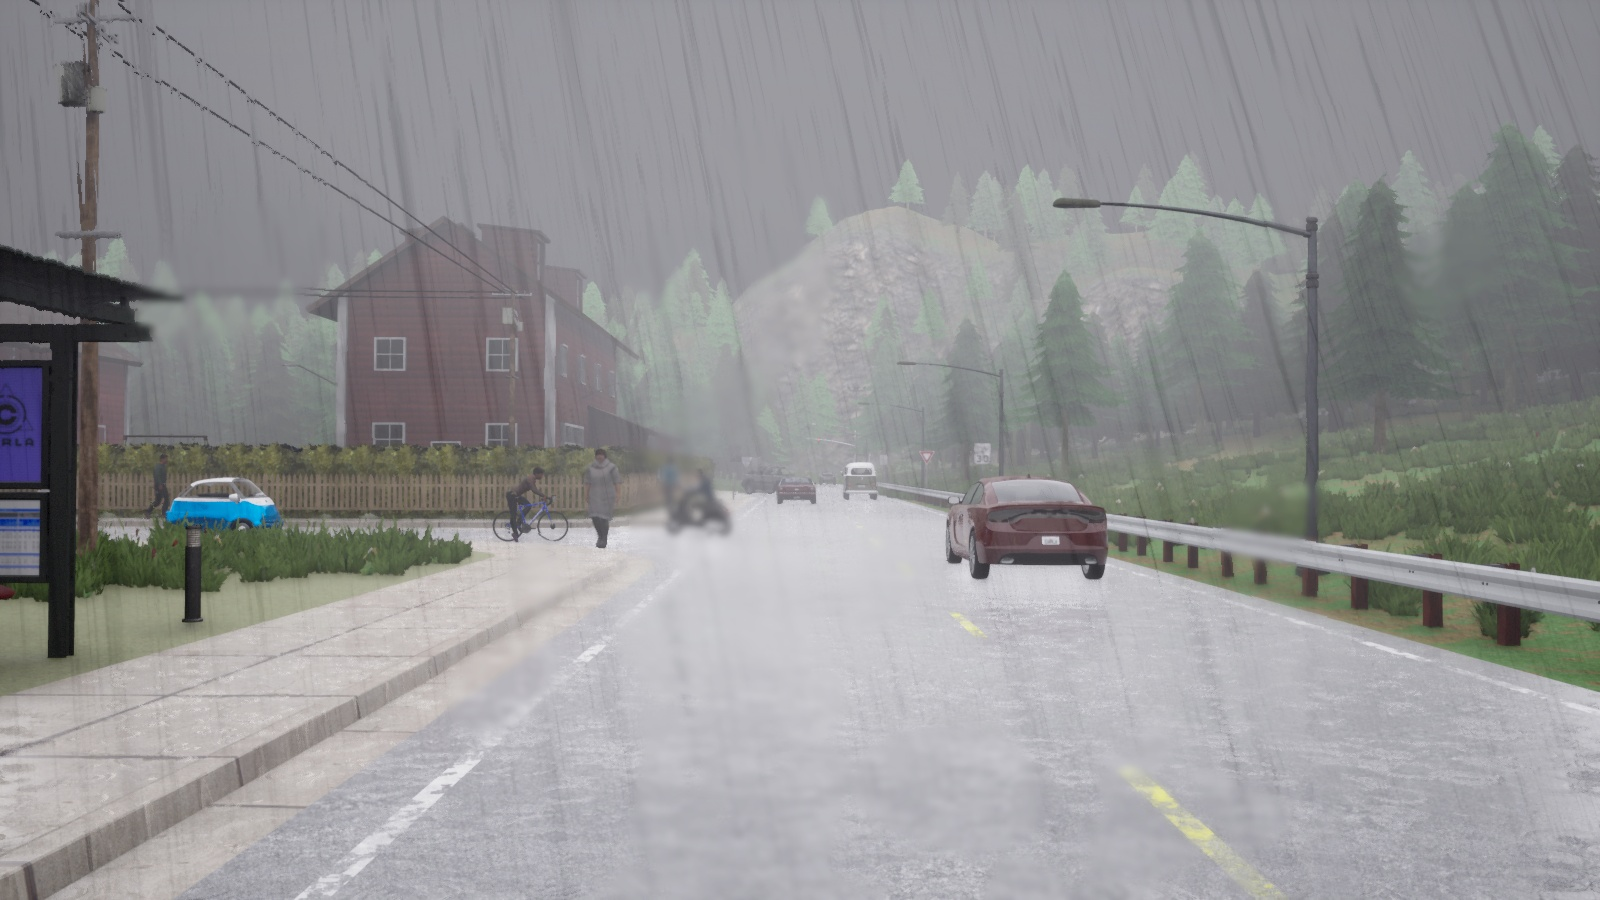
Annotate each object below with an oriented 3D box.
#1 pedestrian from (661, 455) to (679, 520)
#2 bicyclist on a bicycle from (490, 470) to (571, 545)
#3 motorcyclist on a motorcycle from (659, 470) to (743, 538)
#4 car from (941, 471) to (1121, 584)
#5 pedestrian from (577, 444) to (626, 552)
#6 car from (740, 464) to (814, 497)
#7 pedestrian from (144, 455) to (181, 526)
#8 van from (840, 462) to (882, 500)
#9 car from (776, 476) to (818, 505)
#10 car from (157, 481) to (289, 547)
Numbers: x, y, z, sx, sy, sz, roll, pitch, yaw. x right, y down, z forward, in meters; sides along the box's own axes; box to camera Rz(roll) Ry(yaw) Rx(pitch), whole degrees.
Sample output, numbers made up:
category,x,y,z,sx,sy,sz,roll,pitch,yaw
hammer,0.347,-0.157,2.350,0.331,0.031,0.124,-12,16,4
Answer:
category,x,y,z,sx,sy,sz,roll,pitch,yaw
pedestrian,-3.924,1.120,37.874,0.396,1.930,0.692,0,-1,5
bicyclist on a bicycle,-5.868,1.250,27.413,1.656,1.620,0.582,0,-1,-4
motorcyclist on a motorcycle,-2.374,1.282,30.135,1.817,1.590,0.866,-1,-1,21
car,3.453,1.109,19.755,1.882,1.535,5.008,0,-1,0
pedestrian,-3.678,0.883,23.266,0.659,1.952,0.873,0,-1,9
car,-1.425,1.844,76.028,1.932,1.855,4.605,2,-1,-41
pedestrian,-17.663,1.124,34.812,0.788,1.949,0.423,0,-1,-2
van,3.333,1.689,69.495,2.069,2.038,4.480,0,-1,0
car,-0.143,1.923,60.115,1.895,1.301,4.718,0,-1,0
car,-12.526,1.377,27.339,2.207,1.376,1.481,-1,-1,0
